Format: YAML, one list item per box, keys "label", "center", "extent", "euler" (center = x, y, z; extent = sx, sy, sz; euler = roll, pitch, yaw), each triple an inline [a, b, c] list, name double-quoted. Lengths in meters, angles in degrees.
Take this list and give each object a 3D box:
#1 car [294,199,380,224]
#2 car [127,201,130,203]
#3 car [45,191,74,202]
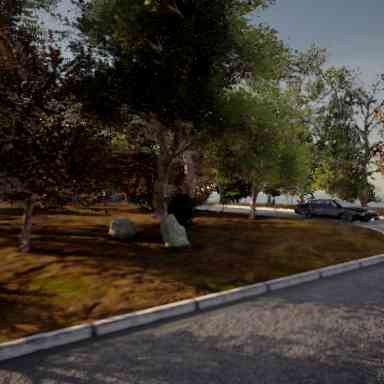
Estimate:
- label: "car"
  center: [9.229, 1.189, 21.732]
  extent: [2.033, 1.411, 5.357]
  euler: [1, 0, -30]
- label: "car"
  center: [-4.896, 0.758, 37.963]
  extent: [5.008, 1.535, 1.882]
  euler: [1, -2, 14]
- label: "car"
  center: [-15.294, 0.505, 40.082]
  extent: [4.553, 1.767, 2.097]
  euler: [1, -1, -25]
